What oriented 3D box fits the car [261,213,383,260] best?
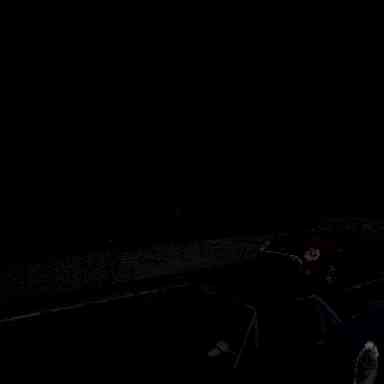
[{"bbox_3d":[3.693,1.439,9.158,4.097,1.590,1.967,0,0,-35],"label":"car"}]

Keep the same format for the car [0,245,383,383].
[{"bbox_3d":[0.279,1.601,3.574,4.718,1.301,1.895,0,0,-35],"label":"car"}]
